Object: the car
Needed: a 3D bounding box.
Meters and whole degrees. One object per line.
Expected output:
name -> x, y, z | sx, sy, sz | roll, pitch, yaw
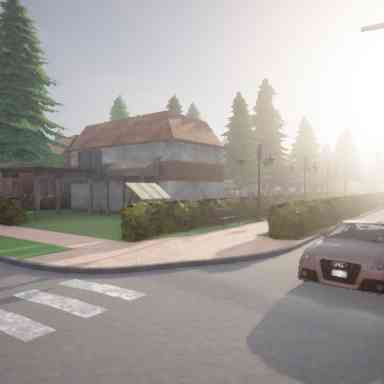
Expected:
car -> 4.241, 1.419, 8.151 | 1.994, 1.385, 4.181 | 1, 2, 41
